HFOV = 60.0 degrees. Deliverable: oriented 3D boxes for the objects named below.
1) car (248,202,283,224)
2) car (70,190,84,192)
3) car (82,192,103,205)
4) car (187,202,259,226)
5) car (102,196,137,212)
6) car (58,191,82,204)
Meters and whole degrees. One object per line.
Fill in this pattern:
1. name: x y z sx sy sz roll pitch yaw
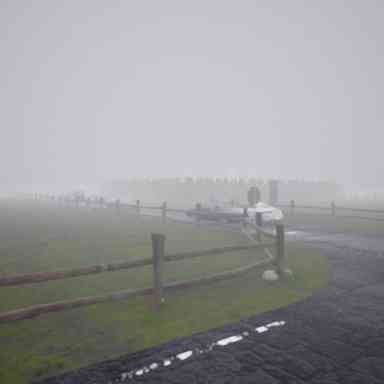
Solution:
1. car: 4.088 1.408 22.928 1.812 1.442 4.674 1 0 -36
2. car: -19.820 0.678 56.290 2.150 2.045 5.566 1 0 -36
3. car: -13.970 1.066 48.216 1.837 1.490 4.892 1 0 -35
4. car: 1.711 1.439 21.344 1.895 1.301 4.718 1 0 -36
5. car: -7.024 1.210 33.543 1.812 1.442 4.674 1 0 -36
6. car: -18.617 1.006 49.883 1.837 1.490 4.892 1 0 -36
